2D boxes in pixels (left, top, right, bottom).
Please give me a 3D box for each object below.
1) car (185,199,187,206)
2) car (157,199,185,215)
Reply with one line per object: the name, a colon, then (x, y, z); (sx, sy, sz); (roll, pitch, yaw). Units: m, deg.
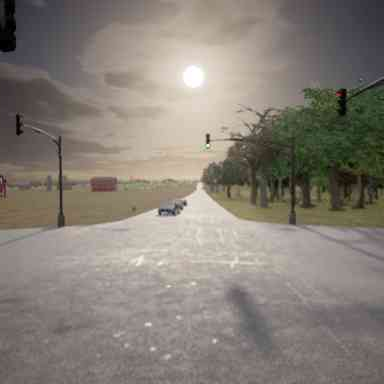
car: (-2.205, 1.719, 47.166); (2.128, 1.511, 4.902); (0, 0, 2)
car: (-2.462, 1.750, 37.039); (2.033, 1.411, 5.357); (0, 0, 7)
